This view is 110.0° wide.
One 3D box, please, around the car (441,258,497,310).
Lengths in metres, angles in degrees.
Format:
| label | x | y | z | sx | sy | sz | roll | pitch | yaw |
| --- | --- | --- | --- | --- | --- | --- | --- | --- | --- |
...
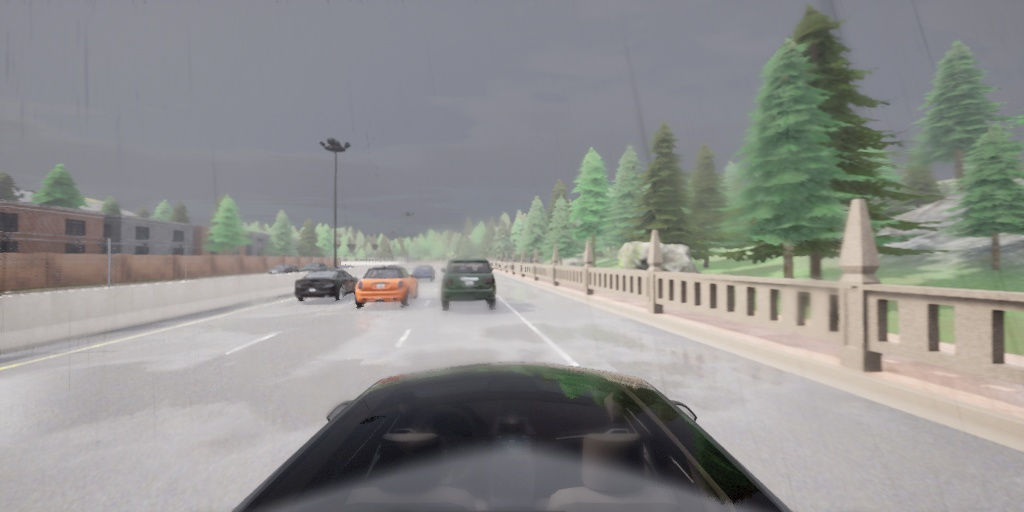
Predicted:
| label | x | y | z | sx | sy | sz | roll | pitch | yaw |
| --- | --- | --- | --- | --- | --- | --- | --- | --- | --- |
| car | -1.951 | 1.110 | 15.859 | 2.150 | 2.045 | 5.566 | 0 | 0 | -8 |

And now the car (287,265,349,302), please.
| label | x | y | z | sx | sy | sz | roll | pitch | yaw |
| --- | --- | --- | --- | --- | --- | --- | --- | --- | --- |
| car | -9.460 | 1.424 | 18.755 | 1.882 | 1.535 | 5.008 | 0 | 0 | -9 |

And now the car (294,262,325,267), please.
| label | x | y | z | sx | sy | sz | roll | pitch | yaw |
| --- | --- | --- | --- | --- | --- | --- | --- | --- | --- |
| car | -24.109 | 1.590 | 43.634 | 2.097 | 1.767 | 4.553 | 0 | -1 | -9 |

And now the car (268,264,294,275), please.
| label | x | y | z | sx | sy | sz | roll | pitch | yaw |
| --- | --- | --- | --- | --- | --- | --- | --- | --- | --- |
| car | -27.620 | 1.745 | 43.447 | 2.128 | 1.511 | 4.902 | 0 | -1 | -9 |

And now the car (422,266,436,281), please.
| label | x | y | z | sx | sy | sz | roll | pitch | yaw |
| --- | --- | --- | --- | --- | --- | --- | --- | --- | --- |
| car | -8.306 | 1.627 | 34.210 | 2.033 | 1.411 | 5.357 | 0 | 0 | -9 |

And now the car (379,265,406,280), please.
| label | x | y | z | sx | sy | sz | roll | pitch | yaw |
| --- | --- | --- | --- | --- | --- | --- | --- | --- | --- |
| car | -12.317 | 1.689 | 37.284 | 1.994 | 1.385 | 4.181 | 0 | -1 | -9 |

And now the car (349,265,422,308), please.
| label | x | y | z | sx | sy | sz | roll | pitch | yaw |
| --- | --- | --- | --- | --- | --- | --- | --- | --- | --- |
| car | -5.579 | 1.259 | 16.472 | 2.097 | 1.767 | 4.553 | 0 | -1 | -8 |
